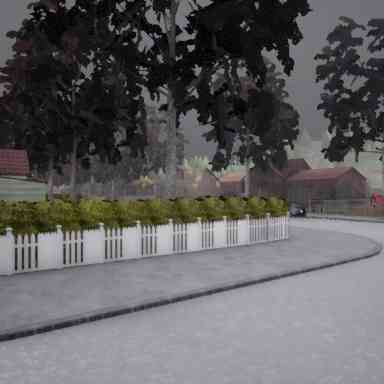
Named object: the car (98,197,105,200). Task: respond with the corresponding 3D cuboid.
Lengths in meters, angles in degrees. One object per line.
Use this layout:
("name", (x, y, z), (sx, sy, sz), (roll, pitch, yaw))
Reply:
("car", (-14.281, 1.564, 53.274), (1.994, 1.385, 4.181), (0, 0, -35))

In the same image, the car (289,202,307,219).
("car", (7.939, 1.564, 29.272), (1.994, 1.385, 4.181), (0, 0, -36))
